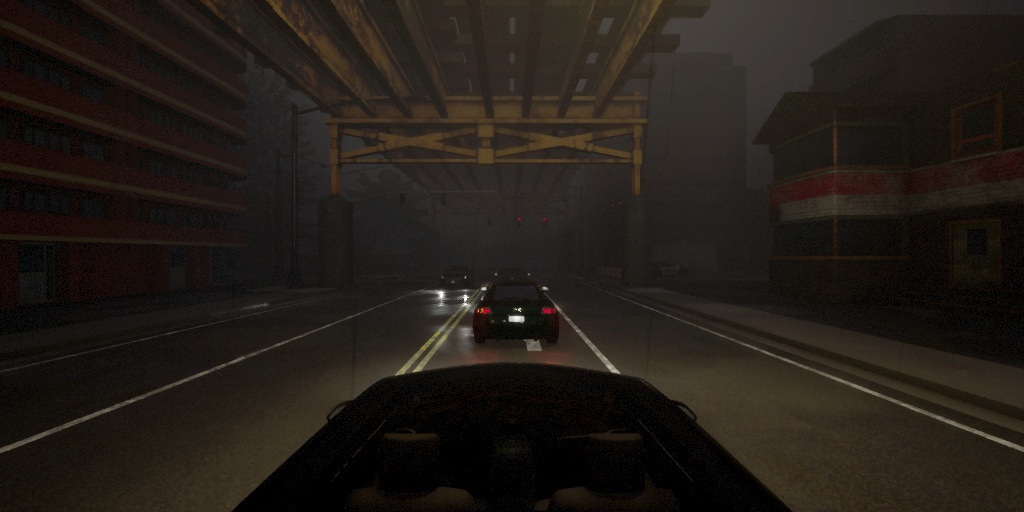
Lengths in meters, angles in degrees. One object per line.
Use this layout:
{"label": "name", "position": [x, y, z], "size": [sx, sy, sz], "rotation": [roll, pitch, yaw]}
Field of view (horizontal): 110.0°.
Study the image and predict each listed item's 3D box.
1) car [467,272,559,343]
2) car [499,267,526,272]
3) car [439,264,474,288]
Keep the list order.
{"label": "car", "position": [0.076, 1.311, 9.666], "size": [1.994, 1.385, 4.181], "rotation": [0, 0, -1]}
{"label": "car", "position": [0.032, 1.280, 19.616], "size": [2.033, 1.411, 5.357], "rotation": [0, 0, 0]}
{"label": "car", "position": [-3.586, 1.289, 24.046], "size": [1.812, 1.442, 4.674], "rotation": [0, 0, 0]}
